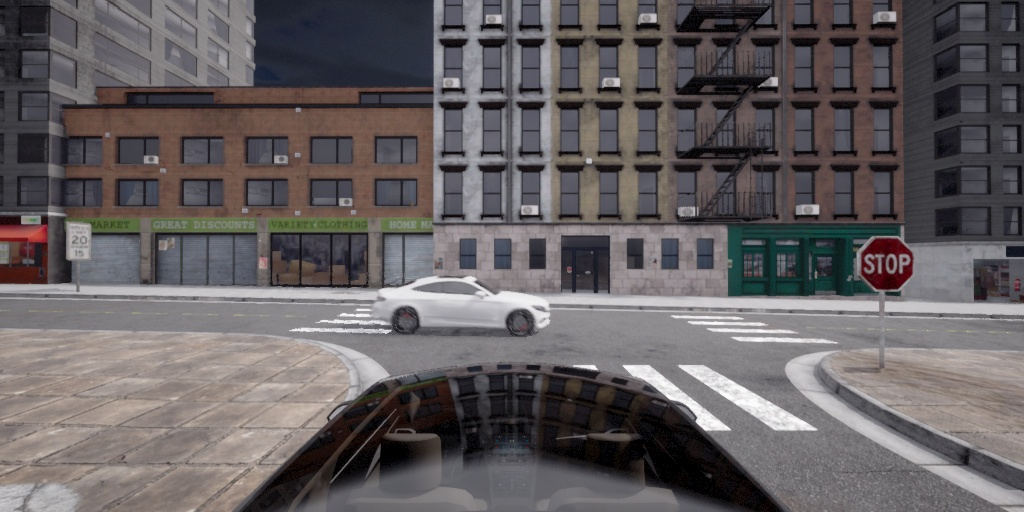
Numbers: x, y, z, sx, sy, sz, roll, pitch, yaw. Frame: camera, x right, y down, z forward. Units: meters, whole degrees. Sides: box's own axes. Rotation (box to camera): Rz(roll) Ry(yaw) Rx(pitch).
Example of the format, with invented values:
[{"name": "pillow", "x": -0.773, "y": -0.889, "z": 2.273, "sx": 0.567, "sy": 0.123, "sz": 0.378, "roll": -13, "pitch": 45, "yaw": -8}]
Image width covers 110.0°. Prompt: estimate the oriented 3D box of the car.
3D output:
[{"name": "car", "x": -1.337, "y": 1.266, "z": 9.734, "sx": 4.674, "sy": 1.442, "sz": 1.812, "roll": 1, "pitch": 0, "yaw": 0}]
